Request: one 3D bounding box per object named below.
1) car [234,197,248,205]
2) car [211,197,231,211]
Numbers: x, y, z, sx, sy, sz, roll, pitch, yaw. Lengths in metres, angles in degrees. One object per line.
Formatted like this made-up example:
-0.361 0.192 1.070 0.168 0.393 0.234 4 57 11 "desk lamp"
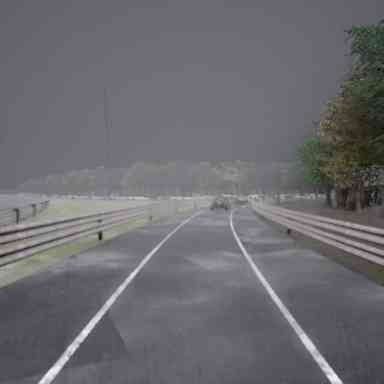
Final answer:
8.667 1.580 58.644 1.812 1.442 4.674 0 0 22 "car"
3.739 1.437 42.534 2.097 1.767 4.553 0 0 13 "car"
